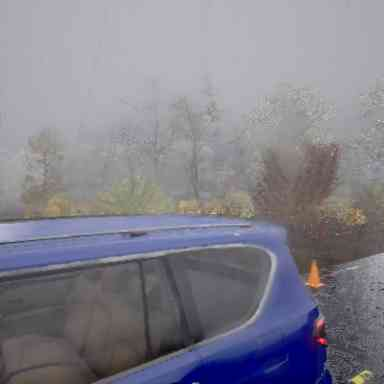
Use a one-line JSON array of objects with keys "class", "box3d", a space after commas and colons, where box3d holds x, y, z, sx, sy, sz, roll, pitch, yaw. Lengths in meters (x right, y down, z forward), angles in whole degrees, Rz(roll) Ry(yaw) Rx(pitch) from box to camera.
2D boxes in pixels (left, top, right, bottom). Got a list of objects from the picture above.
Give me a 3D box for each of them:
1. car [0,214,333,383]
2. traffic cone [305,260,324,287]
[{"class": "car", "box3d": [-1.508, 1.226, 1.836, 5.566, 2.045, 2.150, 0, 0, -36]}, {"class": "traffic cone", "box3d": [2.974, 1.963, 8.092, 0.340, 0.580, 0.340, 0, 0, -37]}]
